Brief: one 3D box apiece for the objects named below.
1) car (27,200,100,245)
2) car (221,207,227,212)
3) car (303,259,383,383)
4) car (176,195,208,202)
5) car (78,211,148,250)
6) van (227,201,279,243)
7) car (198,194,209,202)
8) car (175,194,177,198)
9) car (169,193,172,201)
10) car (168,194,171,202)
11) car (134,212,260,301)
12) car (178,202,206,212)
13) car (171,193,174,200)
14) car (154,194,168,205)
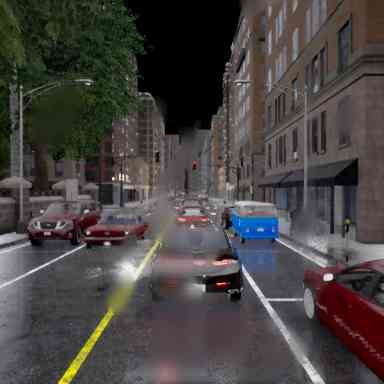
[{"bbox_3d":[-5.689,1.310,15.578,2.192,1.841,5.009,0,0,0],"label":"car"},{"bbox_3d":[2.830,1.557,21.289,1.947,1.339,4.313,0,0,0],"label":"car"},{"bbox_3d":[2.850,1.544,4.308,1.887,1.381,4.507,0,0,0],"label":"car"},{"bbox_3d":[0.014,1.338,27.534,2.097,1.767,4.553,0,0,2],"label":"car"},{"bbox_3d":[-3.098,1.596,14.412,1.895,1.301,4.718,0,0,0],"label":"car"},{"bbox_3d":[2.836,1.336,15.629,1.690,1.788,3.998,0,0,0],"label":"van"},{"bbox_3d":[2.762,1.386,75.666,1.967,1.590,4.097,0,0,0],"label":"car"},{"bbox_3d":[-5.776,1.496,86.521,2.008,1.369,4.403,0,0,0],"label":"car"},{"bbox_3d":[-5.756,1.493,70.169,1.887,1.381,4.507,0,0,0],"label":"car"},{"bbox_3d":[-5.749,1.501,64.717,2.008,1.369,4.403,0,0,0],"label":"car"},{"bbox_3d":[0.090,1.490,8.315,2.128,1.511,4.902,0,0,0],"label":"car"},{"bbox_3d":[0.080,1.519,18.577,1.812,1.442,4.674,0,0,0],"label":"car"},{"bbox_3d":[-5.763,1.491,75.619,1.887,1.381,4.507,0,0,0],"label":"car"},{"bbox_3d":[-5.742,1.479,59.097,1.752,1.417,4.829,0,0,0],"label":"car"}]
